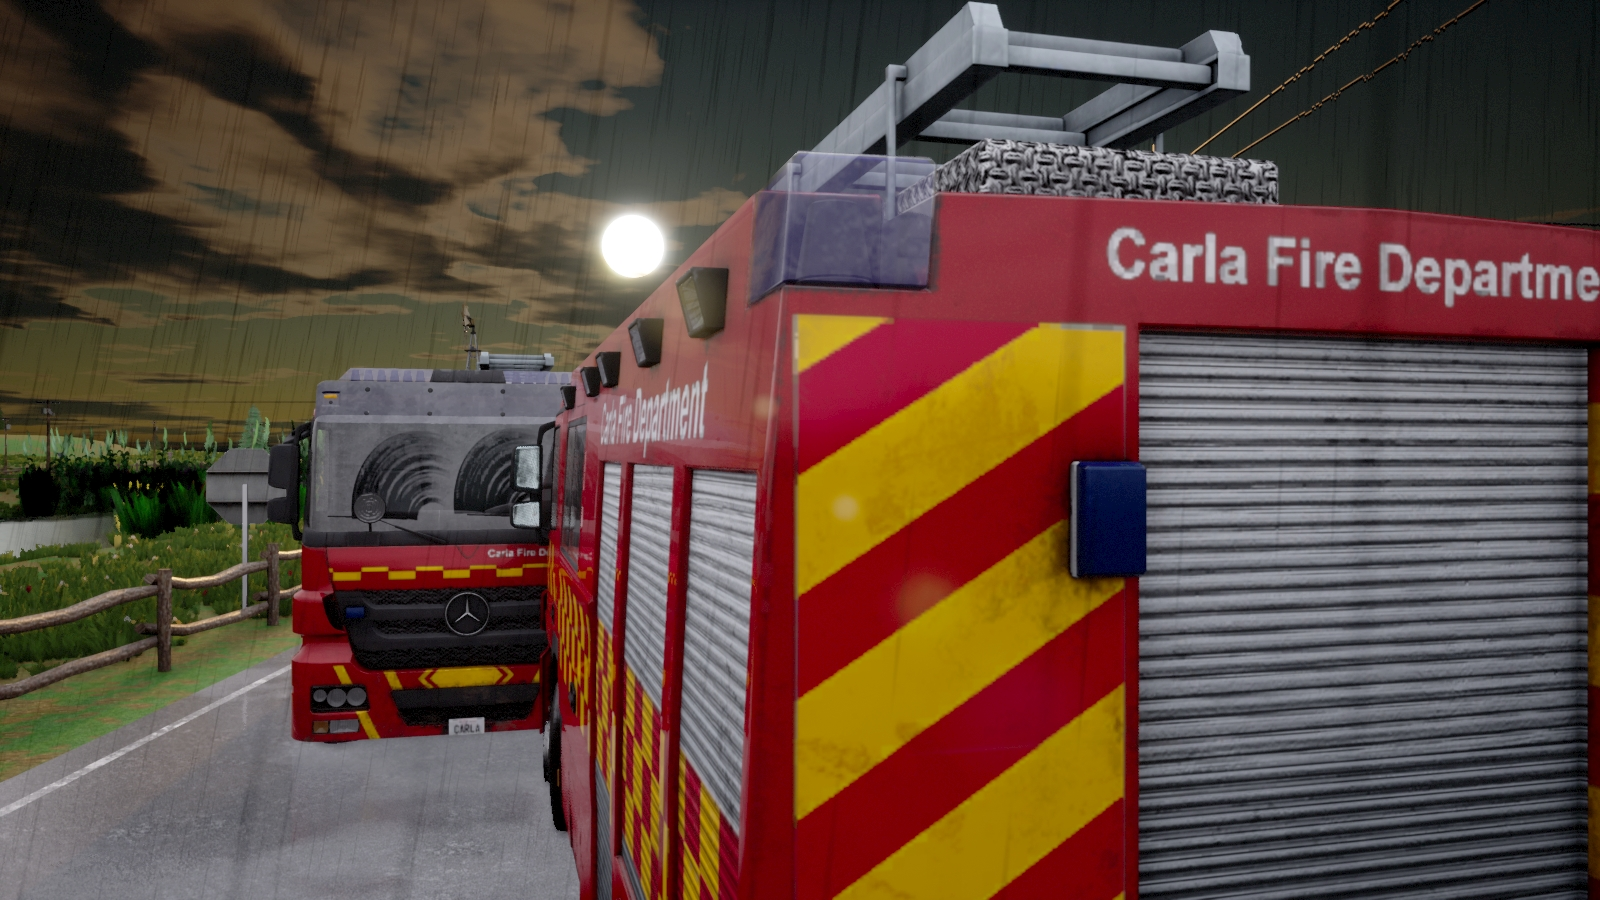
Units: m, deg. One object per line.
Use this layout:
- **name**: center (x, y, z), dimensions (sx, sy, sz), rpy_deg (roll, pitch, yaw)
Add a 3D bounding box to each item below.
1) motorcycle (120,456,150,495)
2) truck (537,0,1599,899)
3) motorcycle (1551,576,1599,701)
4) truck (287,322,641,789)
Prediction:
- **motorcycle**: center (-41.391, 1.577, 71.120), dimensions (0.803, 2.348, 2.033), rpy_deg (0, 0, -4)
- **truck**: center (0.073, 0.867, 6.871), dimensions (2.891, 3.827, 8.468), rpy_deg (0, 0, -15)
- **motorcycle**: center (9.774, 2.142, 13.106), dimensions (1.805, 1.316, 0.856), rpy_deg (0, 0, -7)
- **truck**: center (-3.921, 0.862, 13.841), dimensions (2.891, 3.827, 8.468), rpy_deg (0, 0, -15)
